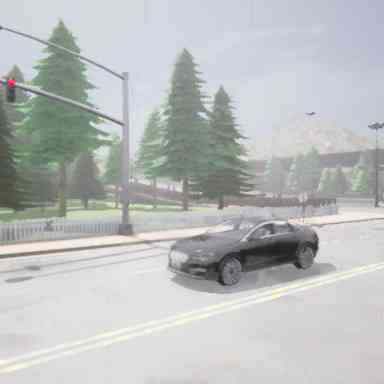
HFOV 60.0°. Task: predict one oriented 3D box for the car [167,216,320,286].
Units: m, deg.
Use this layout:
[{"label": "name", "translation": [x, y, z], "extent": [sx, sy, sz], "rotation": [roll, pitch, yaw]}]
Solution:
[{"label": "car", "translation": [1.617, 1.481, 9.441], "extent": [4.902, 1.511, 2.128], "rotation": [0, 0, -35]}]
